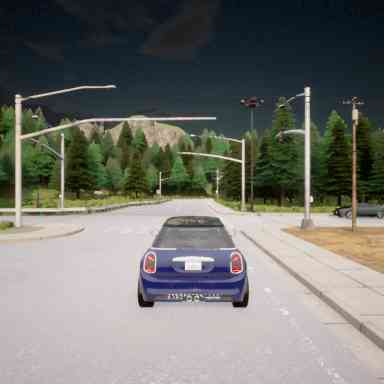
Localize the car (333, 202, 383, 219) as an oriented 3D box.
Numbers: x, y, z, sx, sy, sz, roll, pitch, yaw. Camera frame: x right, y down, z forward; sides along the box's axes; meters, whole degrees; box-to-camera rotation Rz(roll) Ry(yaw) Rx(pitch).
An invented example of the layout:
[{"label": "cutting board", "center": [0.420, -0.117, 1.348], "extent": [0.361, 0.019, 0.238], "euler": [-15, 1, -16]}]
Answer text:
[{"label": "car", "center": [14.503, 1.591, 28.738], "extent": [4.181, 1.385, 1.994], "euler": [0, 0, 1]}]

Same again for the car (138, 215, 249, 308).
[{"label": "car", "center": [0.038, 1.348, 8.112], "extent": [2.097, 1.767, 4.553], "euler": [0, 0, 0]}]
